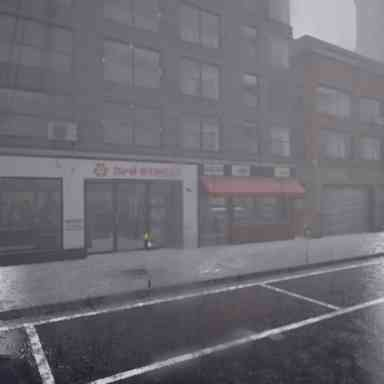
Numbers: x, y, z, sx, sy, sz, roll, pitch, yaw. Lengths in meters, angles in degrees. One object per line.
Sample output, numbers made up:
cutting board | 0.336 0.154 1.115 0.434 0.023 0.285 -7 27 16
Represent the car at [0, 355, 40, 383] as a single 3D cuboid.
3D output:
car | -2.750 1.585 1.293 4.181 1.385 1.994 1 -1 -32
